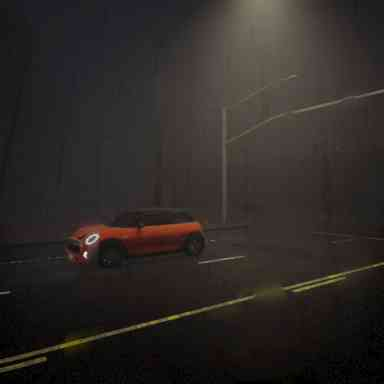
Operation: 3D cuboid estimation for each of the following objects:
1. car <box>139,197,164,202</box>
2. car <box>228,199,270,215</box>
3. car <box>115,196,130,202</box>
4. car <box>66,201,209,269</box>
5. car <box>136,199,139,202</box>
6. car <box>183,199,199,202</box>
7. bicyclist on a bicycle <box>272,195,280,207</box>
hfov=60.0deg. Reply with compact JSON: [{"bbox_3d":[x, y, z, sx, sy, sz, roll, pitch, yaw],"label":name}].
[{"bbox_3d":[-5.792,1.478,50.847,1.882,1.535,5.008,0,0,-35],"label":"car"},{"bbox_3d":[5.856,1.491,34.519,2.128,1.511,4.902,0,0,-36],"label":"car"},{"bbox_3d":[-14.417,1.468,69.097,1.812,1.442,4.674,0,0,-36],"label":"car"},{"bbox_3d":[-1.798,1.352,11.293,4.553,1.767,2.097,0,0,-35],"label":"car"},{"bbox_3d":[-8.606,1.564,61.046,1.994,1.385,4.181,0,0,-35],"label":"car"},{"bbox_3d":[0.073,1.601,42.620,1.895,1.301,4.718,0,0,-36],"label":"car"},{"bbox_3d":[11.500,1.303,45.517,1.656,1.620,0.582,0,0,-36],"label":"bicyclist on a bicycle"}]
